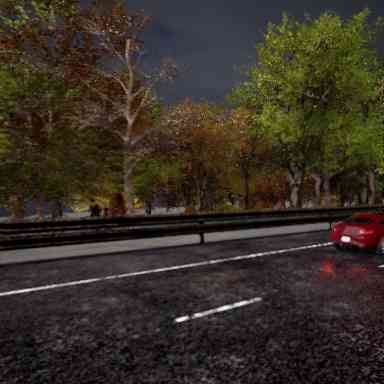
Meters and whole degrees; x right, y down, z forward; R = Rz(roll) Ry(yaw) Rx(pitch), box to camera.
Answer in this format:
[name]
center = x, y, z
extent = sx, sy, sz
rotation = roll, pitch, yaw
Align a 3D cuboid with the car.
[car]
center = 7.502, 1.578, 13.523
extent = 4.674, 1.442, 1.812
rotation = 0, 0, -36
